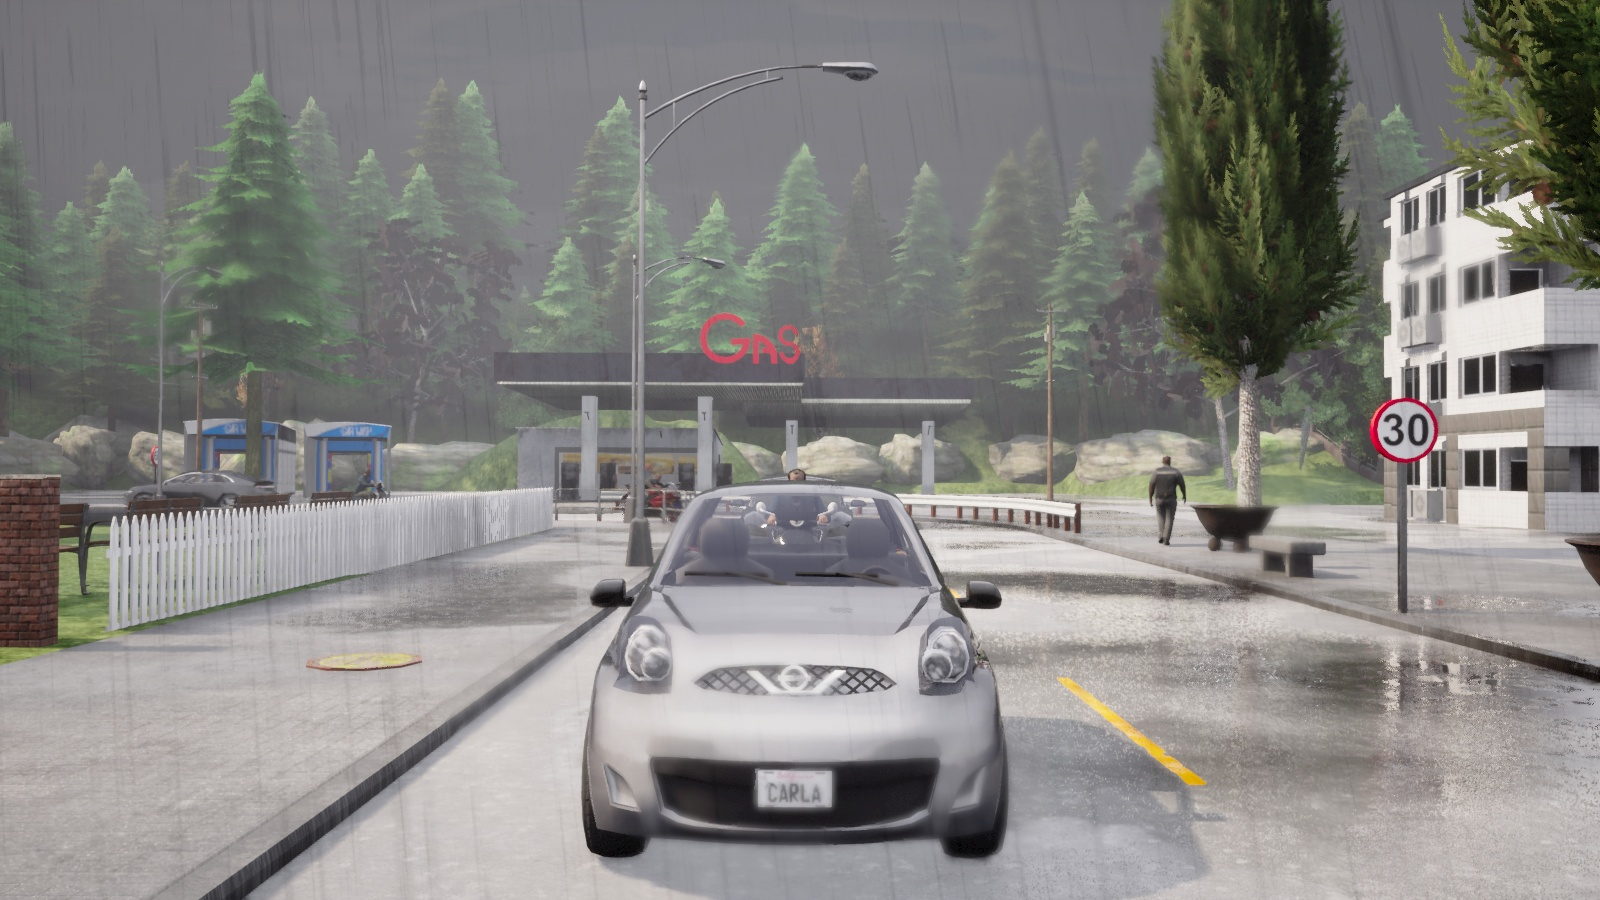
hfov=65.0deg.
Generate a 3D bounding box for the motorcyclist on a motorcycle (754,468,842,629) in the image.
[{"bbox_3d":[-0.026,0.993,13.379,0.866,1.590,1.817,0,-1,0],"label":"motorcyclist on a motorcycle"}]

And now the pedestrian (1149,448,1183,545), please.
[{"bbox_3d":[7.271,0.913,24.942,0.563,1.883,0.849,-1,-1,20],"label":"pedestrian"}]

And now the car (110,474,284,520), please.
[{"bbox_3d":[-20.489,1.570,42.795,4.902,1.511,2.128,0,-1,0],"label":"car"}]

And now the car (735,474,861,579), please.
[{"bbox_3d":[-0.031,1.167,20.813,1.837,1.490,4.892,0,-1,0],"label":"car"}]

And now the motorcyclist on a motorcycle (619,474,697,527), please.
[{"bbox_3d":[-4.240,1.497,37.543,2.191,1.530,0.866,0,0,26],"label":"motorcyclist on a motorcycle"}]

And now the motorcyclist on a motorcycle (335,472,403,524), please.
[{"bbox_3d":[-13.316,1.472,38.822,1.817,1.590,0.866,0,-1,0],"label":"motorcyclist on a motorcycle"}]

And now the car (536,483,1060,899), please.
[{"bbox_3d":[-0.011,0.933,6.254,1.845,1.501,3.633,0,-1,0],"label":"car"}]
